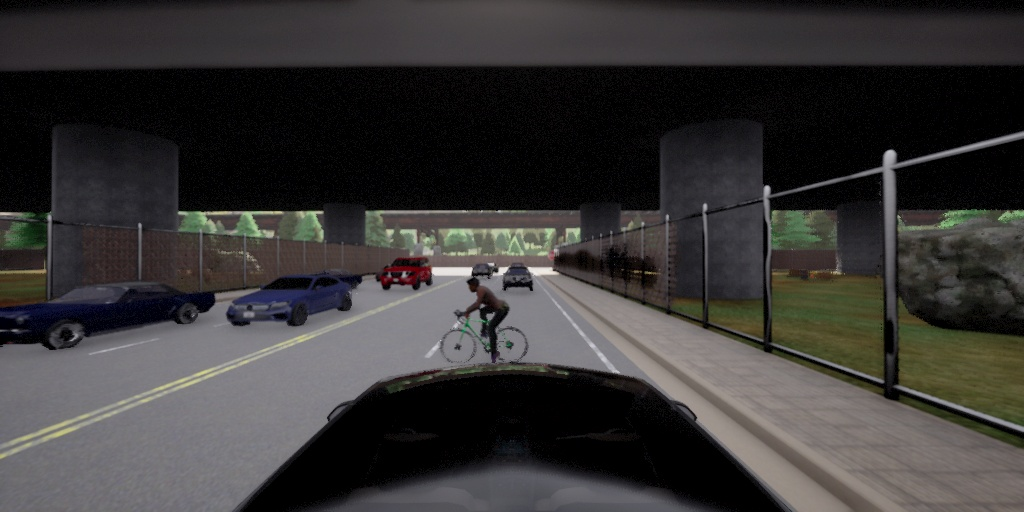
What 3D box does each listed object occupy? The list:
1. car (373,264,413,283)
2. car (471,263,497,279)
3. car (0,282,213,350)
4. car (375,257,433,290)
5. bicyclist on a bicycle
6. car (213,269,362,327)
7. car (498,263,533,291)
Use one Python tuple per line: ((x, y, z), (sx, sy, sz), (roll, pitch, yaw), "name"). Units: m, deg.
((-10.148, 1.419, 31.002), (1.812, 1.442, 4.674), (0, 0, 2), "car")
((-2.933, 1.464, 35.617), (2.033, 1.411, 5.357), (0, 0, 1), "car")
((-10.513, 1.387, 9.313), (1.895, 1.301, 4.718), (0, 0, 1), "car")
((-6.795, 1.079, 23.802), (2.150, 2.045, 5.566), (0, 0, 0), "car")
((-0.538, 1.225, 6.697), (1.656, 1.620, 0.582), (-2, 0, 1), "bicyclist on a bicycle")
((-6.968, 1.325, 11.878), (1.812, 1.442, 4.674), (0, 0, 1), "car")
((0.385, 1.402, 23.005), (2.033, 1.411, 5.357), (0, 0, 1), "car")
